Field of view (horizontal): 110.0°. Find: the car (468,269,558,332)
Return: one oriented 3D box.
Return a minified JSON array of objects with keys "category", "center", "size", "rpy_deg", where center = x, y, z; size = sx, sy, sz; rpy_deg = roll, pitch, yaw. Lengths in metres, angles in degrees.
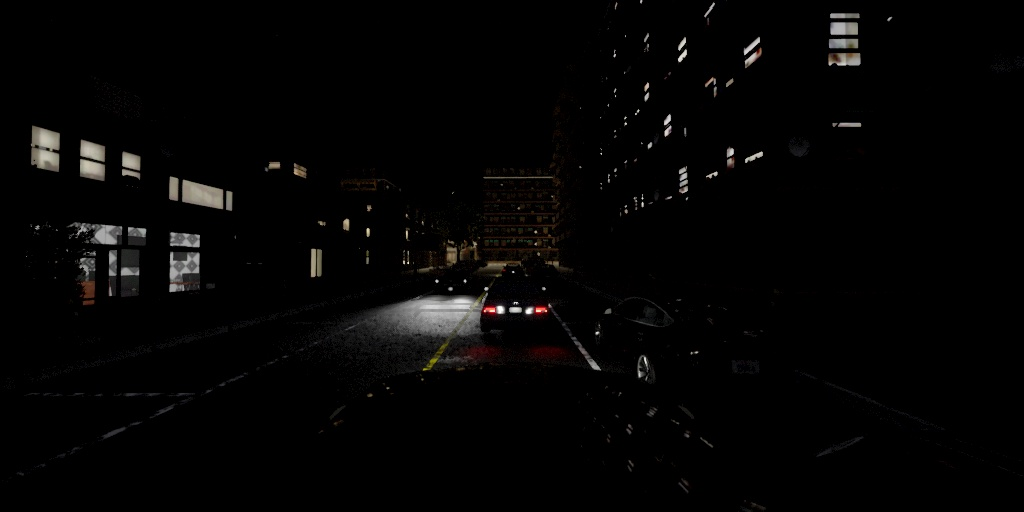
[{"category":"car","center":[0.096,1.301,10.841],"size":[2.033,1.411,5.357],"rpy_deg":[0,0,0]}]

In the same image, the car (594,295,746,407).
[{"category":"car","center":[2.692,1.317,6.224],"size":[1.948,1.339,4.313],"rpy_deg":[0,0,0]}]

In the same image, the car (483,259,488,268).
[{"category":"car","center":[-5.651,1.353,63.031],"size":[1.948,1.339,4.313],"rpy_deg":[0,0,0]}]

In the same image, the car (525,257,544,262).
[{"category":"car","center":[2.695,1.084,40.343],"size":[2.192,1.841,5.009],"rpy_deg":[0,0,0]}]

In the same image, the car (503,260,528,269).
[{"category":"car","center":[0.103,1.328,32.288],"size":[1.994,1.385,4.181],"rpy_deg":[0,0,0]}]

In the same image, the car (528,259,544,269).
[{"category":"car","center":[2.694,1.291,34.825],"size":[1.751,1.417,4.829],"rpy_deg":[0,0,0]}]

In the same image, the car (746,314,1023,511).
[{"category":"car","center":[2.691,1.189,0.536],"size":[1.967,1.591,4.097],"rpy_deg":[0,0,0]}]

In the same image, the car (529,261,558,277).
[{"category":"car","center":[2.693,1.313,28.969],"size":[2.007,1.370,4.403],"rpy_deg":[0,0,0]}]

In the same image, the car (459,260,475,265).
[{"category":"car","center":[-5.653,1.209,40.284],"size":[1.967,1.591,4.097],"rpy_deg":[0,0,0]}]

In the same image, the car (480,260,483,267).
[{"category":"car","center":[-5.652,1.359,51.658],"size":[1.802,1.307,4.207],"rpy_deg":[0,0,0]}]

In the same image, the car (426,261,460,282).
[{"category":"car","center":[-5.654,1.287,28.742],"size":[1.751,1.417,4.829],"rpy_deg":[0,0,0]}]

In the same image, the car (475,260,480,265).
[{"category":"car","center":[-5.653,1.213,45.972],"size":[1.967,1.591,4.097],"rpy_deg":[0,0,0]}]

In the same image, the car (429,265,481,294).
[{"category":"car","center":[-3.098,1.359,20.364],"size":[1.895,1.301,4.718],"rpy_deg":[0,0,0]}]
